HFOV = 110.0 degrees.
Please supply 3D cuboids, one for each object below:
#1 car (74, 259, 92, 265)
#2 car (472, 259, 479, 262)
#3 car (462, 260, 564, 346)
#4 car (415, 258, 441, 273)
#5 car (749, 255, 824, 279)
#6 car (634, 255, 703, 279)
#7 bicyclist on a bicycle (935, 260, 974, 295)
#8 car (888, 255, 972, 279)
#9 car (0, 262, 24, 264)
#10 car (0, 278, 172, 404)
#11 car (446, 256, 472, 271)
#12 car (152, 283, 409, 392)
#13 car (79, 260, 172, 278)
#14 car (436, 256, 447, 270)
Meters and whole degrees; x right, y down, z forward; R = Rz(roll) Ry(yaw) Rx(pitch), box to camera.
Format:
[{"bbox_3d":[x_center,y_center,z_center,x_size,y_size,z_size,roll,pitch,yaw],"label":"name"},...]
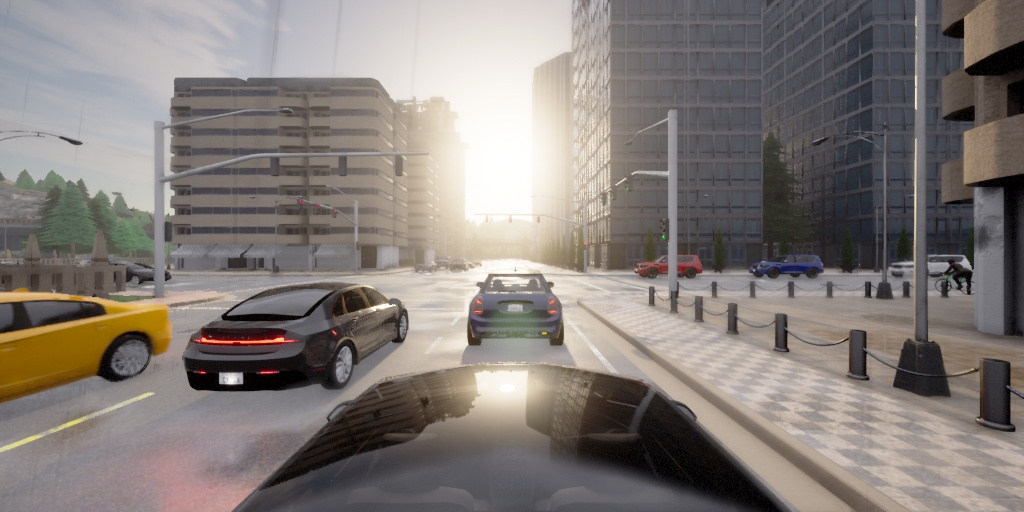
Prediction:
[{"bbox_3d":[-42.353,1.046,36.197,4.553,1.767,2.097,0,0,27],"label":"car"},{"bbox_3d":[-7.021,1.297,57.656,2.033,1.411,5.357,0,0,0],"label":"car"},{"bbox_3d":[0.090,1.102,9.591,2.097,1.767,4.553,0,0,0],"label":"car"},{"bbox_3d":[-10.590,1.276,44.602,1.812,1.442,4.674,0,0,1],"label":"car"},{"bbox_3d":[24.026,0.916,31.455,5.566,2.045,2.150,0,0,1],"label":"car"},{"bbox_3d":[13.706,0.916,31.524,5.566,2.045,2.150,0,0,0],"label":"car"},{"bbox_3d":[21.018,0.996,16.992,0.582,1.620,1.656,0,0,0],"label":"bicyclist on a bicycle"},{"bbox_3d":[36.471,0.913,31.368,5.566,2.045,2.150,0,0,1],"label":"car"},{"bbox_3d":[-36.409,1.199,26.235,4.892,1.490,1.837,0,0,15],"label":"car"},{"bbox_3d":[-7.099,1.227,4.366,1.882,1.535,5.008,0,0,0],"label":"car"},{"bbox_3d":[-7.045,1.102,48.185,2.097,1.767,4.553,0,0,0],"label":"car"},{"bbox_3d":[-3.427,1.255,6.819,1.837,1.490,4.892,0,0,0],"label":"car"},{"bbox_3d":[-26.500,1.199,24.889,4.892,1.490,1.837,0,0,4],"label":"car"},{"bbox_3d":[-10.534,0.973,54.463,2.150,2.045,5.566,0,0,0],"label":"car"}]
